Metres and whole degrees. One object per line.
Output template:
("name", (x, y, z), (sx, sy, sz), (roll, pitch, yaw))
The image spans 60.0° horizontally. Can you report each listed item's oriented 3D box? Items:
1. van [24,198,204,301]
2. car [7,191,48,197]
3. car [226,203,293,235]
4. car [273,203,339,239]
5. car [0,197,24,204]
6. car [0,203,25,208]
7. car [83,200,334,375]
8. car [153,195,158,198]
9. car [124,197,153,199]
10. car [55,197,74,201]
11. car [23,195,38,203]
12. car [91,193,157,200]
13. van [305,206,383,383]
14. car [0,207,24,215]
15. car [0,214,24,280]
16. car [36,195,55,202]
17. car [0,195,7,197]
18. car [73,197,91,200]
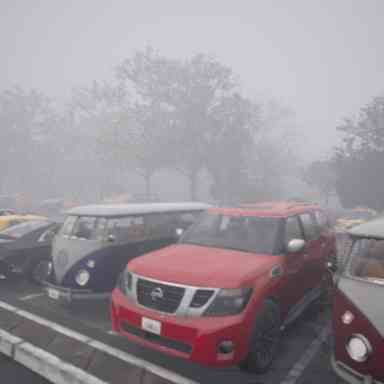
("van", (-1.190, 1.257, 7.790), (1.878, 1.987, 4.442), (1, 0, 36))
("car", (-16.133, 1.108, 34.737), (2.185, 1.767, 4.553), (1, 0, 36))
("car", (4.221, 1.489, 20.115), (2.163, 1.488, 4.792), (1, 0, 36))
("car", (6.505, 1.482, 18.518), (2.097, 1.535, 5.008), (1, 0, 36))
("car", (-10.183, 1.264, 14.357), (2.185, 1.767, 4.553), (1, 0, 36))
("car", (-7.900, 1.414, 12.763), (2.231, 1.521, 4.892), (1, 0, 36))
("car", (1.122, 1.255, 6.238), (2.435, 2.045, 5.566), (1, 0, 36))
("car", (-0.264, 1.287, 23.413), (2.185, 1.767, 4.553), (1, 0, 36))
("car", (-2.542, 1.390, 25.019), (2.231, 1.521, 4.892), (1, 0, 36))
("car", (-9.349, 1.188, 29.863), (2.185, 1.767, 4.553), (1, 0, 36))
("car", (-13.852, 1.301, 33.141), (2.002, 1.452, 4.674), (1, 0, 36))
("car", (-4.821, 1.112, 26.614), (2.435, 2.045, 5.566), (1, 0, 36))
("van", (3.230, 1.302, 4.615), (1.878, 1.987, 4.442), (1, 0, 36))
("car", (-5.535, 1.434, 11.285), (1.946, 1.575, 5.366), (1, 0, 36))
("car", (-3.387, 1.461, 9.505), (2.231, 1.521, 4.892), (1, 0, 36))
("car", (-11.596, 1.287, 31.509), (2.097, 1.535, 5.008), (1, 0, 36))
("car", (-18.391, 0.956, 36.363), (2.435, 2.045, 5.566), (1, 0, 36))
("car", (-7.067, 1.338, 28.268), (2.097, 1.535, 5.008), (1, 0, 36))
